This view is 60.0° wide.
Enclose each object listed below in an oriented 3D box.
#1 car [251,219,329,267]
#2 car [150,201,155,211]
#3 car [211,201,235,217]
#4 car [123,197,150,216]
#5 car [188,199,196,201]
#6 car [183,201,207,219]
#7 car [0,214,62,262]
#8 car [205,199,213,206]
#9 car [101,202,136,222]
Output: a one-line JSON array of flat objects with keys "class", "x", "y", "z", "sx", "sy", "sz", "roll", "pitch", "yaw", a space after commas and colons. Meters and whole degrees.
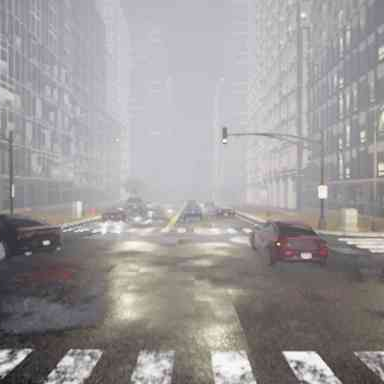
[{"class": "car", "x": 3.359, "y": 1.696, "z": 12.076, "sx": 1.812, "sy": 1.442, "sz": 4.674, "roll": 1, "pitch": 0, "yaw": 0}, {"class": "car", "x": -6.505, "y": 1.997, "z": 48.668, "sx": 1.812, "sy": 1.442, "sz": 4.674, "roll": 0, "pitch": -1, "yaw": 0}, {"class": "car", "x": 3.347, "y": 1.945, "z": 35.092, "sx": 1.895, "sy": 1.301, "sz": 4.718, "roll": 0, "pitch": -1, "yaw": 0}, {"class": "car", "x": -6.579, "y": 1.599, "z": 38.531, "sx": 2.150, "sy": 2.045, "sz": 5.566, "roll": 0, "pitch": -1, "yaw": 0}, {"class": "car", "x": 0.002, "y": 2.088, "z": 60.598, "sx": 1.837, "sy": 1.490, "sz": 4.892, "roll": 0, "pitch": 0, "yaw": 0}, {"class": "car", "x": 0.098, "y": 1.866, "z": 32.381, "sx": 2.033, "sy": 1.411, "sz": 5.357, "roll": 0, "pitch": -1, "yaw": 0}, {"class": "car", "x": -7.097, "y": 1.553, "z": 12.571, "sx": 5.008, "sy": 1.535, "sz": 1.882, "roll": 1, "pitch": -1, "yaw": 30}, {"class": "car", "x": 3.266, "y": 2.093, "z": 62.615, "sx": 2.128, "sy": 1.511, "sz": 4.902, "roll": 0, "pitch": 0, "yaw": 0}, {"class": "car", "x": -6.594, "y": 1.855, "z": 29.495, "sx": 1.994, "sy": 1.385, "sz": 4.181, "roll": 0, "pitch": -1, "yaw": 0}]
